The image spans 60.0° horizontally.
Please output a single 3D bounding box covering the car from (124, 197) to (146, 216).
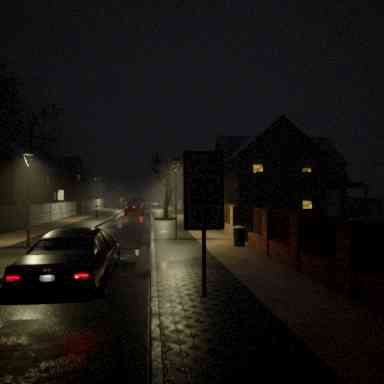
[{"bbox_3d":[-6.575,1.731,38.370,2.097,1.767,4.553,0,-1,-6],"label":"car"}]

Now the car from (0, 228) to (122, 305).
[{"bbox_3d":[-2.923,1.628,8.496,2.033,1.411,5.357,0,-1,-7],"label":"car"}]

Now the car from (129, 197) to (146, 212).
[{"bbox_3d":[-7.871,1.702,48.435,2.150,2.045,5.566,0,-1,-7],"label":"car"}]
